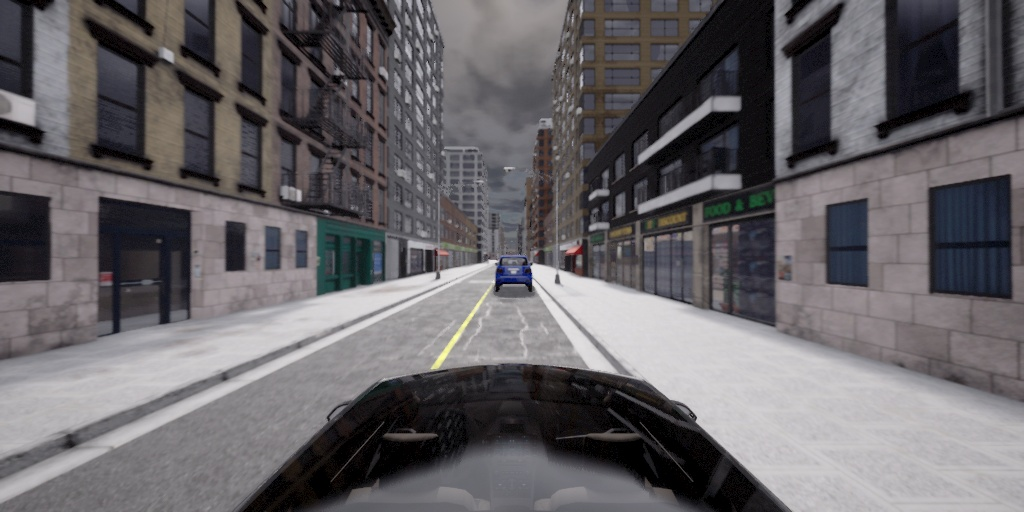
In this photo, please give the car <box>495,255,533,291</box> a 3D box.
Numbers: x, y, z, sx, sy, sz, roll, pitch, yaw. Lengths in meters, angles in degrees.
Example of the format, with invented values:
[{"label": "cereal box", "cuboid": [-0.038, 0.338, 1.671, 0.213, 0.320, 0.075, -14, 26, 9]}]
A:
[{"label": "car", "cuboid": [0.114, 0.979, 22.069, 2.150, 2.045, 5.566, 0, 0, 0]}]
